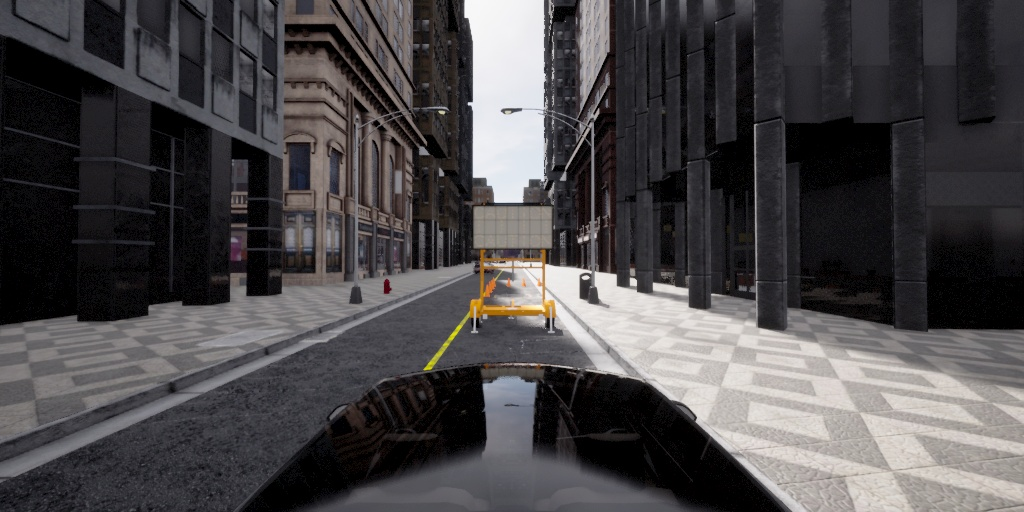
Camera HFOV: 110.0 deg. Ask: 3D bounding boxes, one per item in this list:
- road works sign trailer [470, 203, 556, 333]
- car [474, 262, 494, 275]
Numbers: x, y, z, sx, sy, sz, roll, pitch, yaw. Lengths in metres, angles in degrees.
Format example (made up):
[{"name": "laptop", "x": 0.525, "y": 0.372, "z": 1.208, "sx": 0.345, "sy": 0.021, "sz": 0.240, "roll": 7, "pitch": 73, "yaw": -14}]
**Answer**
[{"name": "road works sign trailer", "x": 0.027, "y": 0.217, "z": 10.723, "sx": 2.380, "sy": 3.560, "sz": 2.880, "roll": 0, "pitch": 0, "yaw": 0}, {"name": "car", "x": -2.988, "y": 1.344, "z": 38.830, "sx": 1.994, "sy": 1.385, "sz": 4.181, "roll": 0, "pitch": 0, "yaw": 0}]
